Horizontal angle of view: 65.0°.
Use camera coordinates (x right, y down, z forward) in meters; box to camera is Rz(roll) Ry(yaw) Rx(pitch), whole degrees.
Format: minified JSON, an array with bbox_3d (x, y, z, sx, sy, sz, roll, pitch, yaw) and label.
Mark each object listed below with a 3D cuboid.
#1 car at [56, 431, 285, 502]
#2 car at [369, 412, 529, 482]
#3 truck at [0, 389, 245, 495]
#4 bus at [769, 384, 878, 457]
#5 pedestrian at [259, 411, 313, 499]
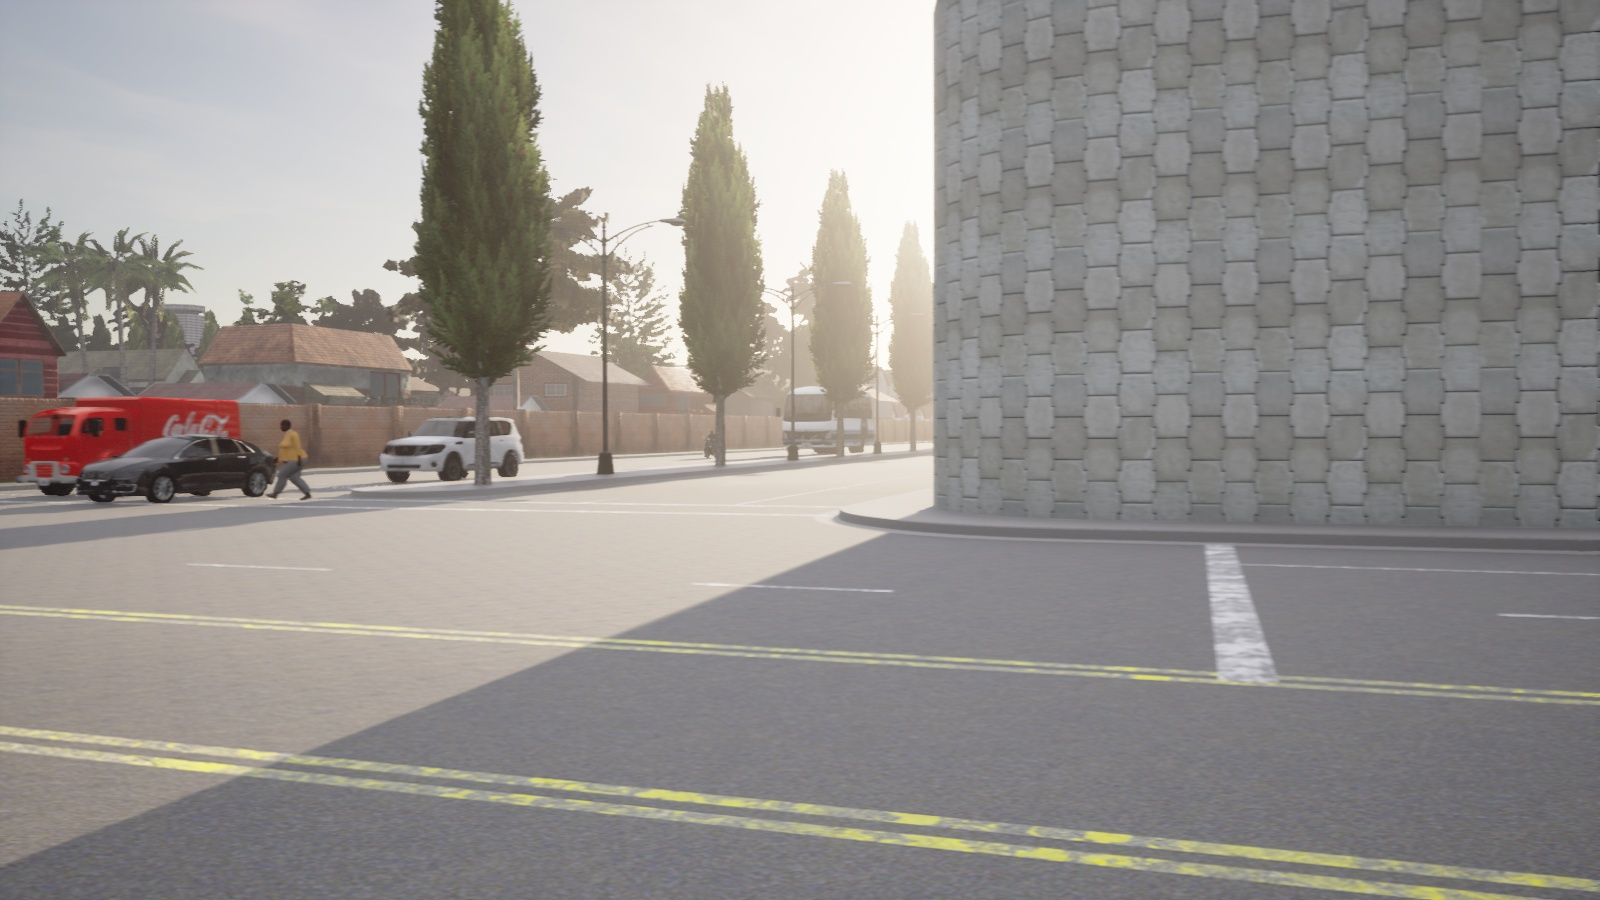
[{"bbox_3d":[-14.434,0.309,29.163,1.837,1.490,4.892,1,1,18],"label":"car"},{"bbox_3d":[-10.975,-0.132,39.764,2.150,2.045,5.566,1,1,18],"label":"car"},{"bbox_3d":[-17.161,-0.238,32.077,2.627,2.467,5.204,1,1,18],"label":"truck"},{"bbox_3d":[1.654,-1.800,78.470,3.944,4.253,10.273,1,1,18],"label":"bus"},{"bbox_3d":[-11.130,0.094,27.194,0.900,1.855,0.874,0,1,-35],"label":"pedestrian"}]
